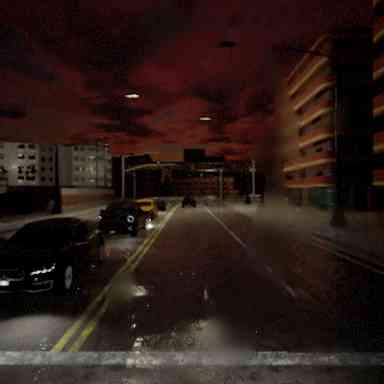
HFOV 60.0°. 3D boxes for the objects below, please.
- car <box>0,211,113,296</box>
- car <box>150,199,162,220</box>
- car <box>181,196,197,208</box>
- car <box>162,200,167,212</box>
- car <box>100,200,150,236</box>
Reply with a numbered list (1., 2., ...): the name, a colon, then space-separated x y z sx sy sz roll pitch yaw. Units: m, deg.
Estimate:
1. car: -3.628 1.478 8.765 1.837 1.490 4.892 0 0 -1
2. car: -3.848 1.386 27.151 1.882 1.535 5.008 0 0 0
3. car: -0.422 1.344 45.304 1.837 1.490 4.892 0 0 0
4. car: -3.899 1.436 37.177 1.994 1.385 4.181 0 0 -1
5. car: -3.767 1.293 17.968 2.097 1.767 4.553 0 0 0
